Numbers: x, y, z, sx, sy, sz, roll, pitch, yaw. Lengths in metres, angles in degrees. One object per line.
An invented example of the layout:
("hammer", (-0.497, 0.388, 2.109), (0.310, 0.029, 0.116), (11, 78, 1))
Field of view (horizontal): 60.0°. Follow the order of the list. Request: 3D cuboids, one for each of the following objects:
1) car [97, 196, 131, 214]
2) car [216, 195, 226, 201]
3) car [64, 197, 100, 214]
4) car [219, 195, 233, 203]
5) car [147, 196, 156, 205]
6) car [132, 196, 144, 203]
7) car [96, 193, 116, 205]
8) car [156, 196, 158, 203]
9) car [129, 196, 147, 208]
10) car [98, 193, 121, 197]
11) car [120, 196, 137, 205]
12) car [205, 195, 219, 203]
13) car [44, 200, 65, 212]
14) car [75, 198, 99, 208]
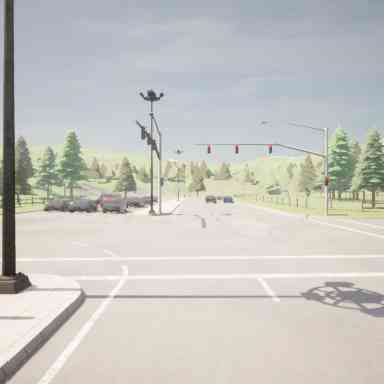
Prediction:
("car", (-8.059, 1.506, 34.896), (1.837, 1.490, 4.892), (0, 0, 0))
("car", (7.340, 1.525, 84.312), (2.128, 1.511, 4.902), (0, 0, 2))
("car", (-11.642, 1.565, 35.807), (1.994, 1.385, 4.181), (0, 0, 2))
("car", (7.175, 1.477, 67.504), (1.882, 1.535, 5.008), (0, 0, 0))
("car", (-8.007, 1.506, 58.578), (1.837, 1.490, 4.892), (0, 0, 0))
("car", (-11.421, 1.595, 70.757), (1.895, 1.301, 4.718), (0, 0, 0))
("car", (-15.015, 1.219, 58.468), (2.150, 2.045, 5.566), (0, 0, 0))
("car", (-7.927, 1.541, 68.980), (2.033, 1.411, 5.357), (0, 0, 0))
("car", (-8.041, 1.477, 47.262), (1.882, 1.535, 5.008), (0, 0, 0))
("car", (-11.537, 1.221, 48.321), (2.150, 2.045, 5.566), (0, 0, 0))
("car", (-11.503, 1.492, 60.594), (2.128, 1.511, 4.902), (0, 0, 1))
("car", (3.674, 1.352, 67.080), (2.097, 1.767, 4.553), (0, 0, 0))
("car", (-15.067, 1.564, 37.734), (1.994, 1.385, 4.181), (0, 0, 1))
("car", (-15.034, 1.564, 47.887), (1.994, 1.385, 4.181), (0, 0, 1))
